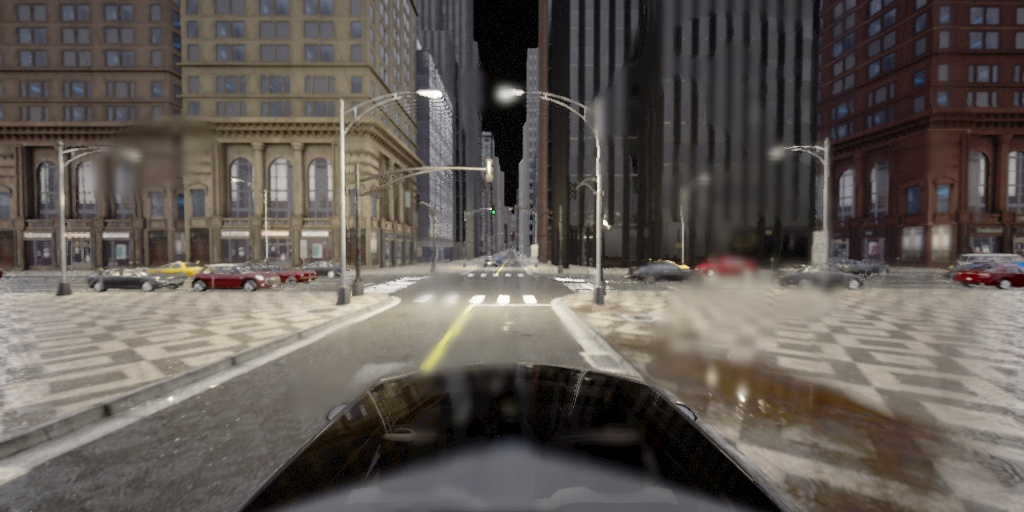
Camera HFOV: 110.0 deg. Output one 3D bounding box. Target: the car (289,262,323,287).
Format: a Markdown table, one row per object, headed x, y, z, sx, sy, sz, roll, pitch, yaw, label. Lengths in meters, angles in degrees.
| x | y | z | sx | sy | sz | roll | pitch | yaw | label |
| --- | --- | --- | --- | --- | --- | --- | --- | --- | --- |
| -15.118 | 1.259 | 22.901 | 4.718 | 1.301 | 1.895 | 0 | 1 | 0 | car |

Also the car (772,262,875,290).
| x | y | z | sx | sy | sz | roll | pitch | yaw | label |
| --- | --- | --- | --- | --- | --- | --- | --- | --- | --- |
| 17.171 | 1.174 | 20.241 | 4.403 | 1.370 | 2.007 | 0 | 0 | 0 | car |

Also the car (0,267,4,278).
| x | y | z | sx | sy | sz | roll | pitch | yaw | label |
| --- | --- | --- | --- | --- | --- | --- | --- | --- | --- |
| -43.655 | 1.110 | 28.601 | 4.097 | 1.591 | 1.967 | 0 | 0 | 0 | car |

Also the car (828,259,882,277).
| x | y | z | sx | sy | sz | roll | pitch | yaw | label |
| --- | --- | --- | --- | --- | --- | --- | --- | --- | --- |
| 23.229 | 0.969 | 26.099 | 4.902 | 1.511 | 2.128 | 0 | 1 | 0 | car |

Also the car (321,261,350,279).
| x | y | z | sx | sy | sz | roll | pitch | yaw | label |
| --- | --- | --- | --- | --- | --- | --- | --- | --- | --- |
| -15.313 | 1.077 | 28.676 | 4.403 | 1.370 | 2.007 | 0 | 0 | 0 | car |

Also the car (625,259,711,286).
| x | y | z | sx | sy | sz | roll | pitch | yaw | label |
| --- | --- | --- | --- | --- | --- | --- | --- | --- | --- |
| 9.759 | 1.110 | 22.969 | 4.674 | 1.442 | 1.812 | 0 | 1 | 0 | car |

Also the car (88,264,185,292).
| x | y | z | sx | sy | sz | roll | pitch | yaw | label |
| --- | --- | --- | --- | --- | --- | --- | --- | --- | --- |
| -20.990 | 1.292 | 20.138 | 4.403 | 1.370 | 2.007 | 0 | 0 | 0 | car |

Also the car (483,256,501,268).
| x | y | z | sx | sy | sz | roll | pitch | yaw | label |
| --- | --- | --- | --- | --- | --- | --- | --- | --- | --- |
| -3.032 | 0.852 | 51.571 | 2.128 | 1.511 | 4.902 | 0 | 0 | 0 | car |

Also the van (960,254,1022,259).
| x | y | z | sx | sy | sz | roll | pitch | yaw | label |
| --- | --- | --- | --- | --- | --- | --- | --- | --- | --- |
| 38.277 | 0.734 | 28.821 | 3.998 | 1.789 | 1.690 | 0 | 0 | 0 | van |

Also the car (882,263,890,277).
| x | y | z | sx | sy | sz | roll | pitch | yaw | label |
| --- | --- | --- | --- | --- | --- | --- | --- | --- | --- |
| 27.676 | 0.974 | 28.792 | 4.313 | 1.339 | 1.948 | 0 | 0 | 0 | car |

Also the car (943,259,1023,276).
| x | y | z | sx | sy | sz | roll | pitch | yaw | label |
| --- | --- | --- | --- | --- | --- | --- | --- | --- | --- |
| 31.215 | 1.082 | 23.027 | 5.357 | 1.411 | 2.033 | 0 | 1 | 0 | car |

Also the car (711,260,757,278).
| x | y | z | sx | sy | sz | roll | pitch | yaw | label |
| --- | --- | --- | --- | --- | --- | --- | --- | --- | --- |
| 17.076 | 0.975 | 28.763 | 4.507 | 1.381 | 1.888 | 0 | 0 | 0 | car |

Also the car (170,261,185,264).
| x | y | z | sx | sy | sz | roll | pitch | yaw | label |
| --- | --- | --- | --- | --- | --- | --- | --- | --- | --- |
| -26.820 | 1.098 | 28.646 | 4.829 | 1.417 | 1.751 | 0 | 0 | 0 | car |

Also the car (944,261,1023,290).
| x | y | z | sx | sy | sz | roll | pitch | yaw | label |
| --- | --- | --- | --- | --- | --- | --- | --- | --- | --- |
| 27.968 | 1.148 | 20.270 | 4.507 | 1.381 | 1.888 | 0 | 0 | 0 | car |

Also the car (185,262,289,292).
| x | y | z | sx | sy | sz | roll | pitch | yaw | label |
| --- | --- | --- | --- | --- | --- | --- | --- | --- | --- |
| -15.320 | 1.160 | 20.153 | 4.097 | 1.591 | 1.967 | 0 | 0 | 0 | car |
